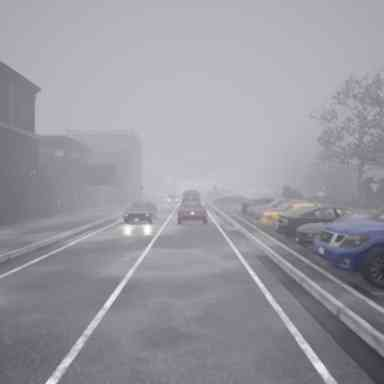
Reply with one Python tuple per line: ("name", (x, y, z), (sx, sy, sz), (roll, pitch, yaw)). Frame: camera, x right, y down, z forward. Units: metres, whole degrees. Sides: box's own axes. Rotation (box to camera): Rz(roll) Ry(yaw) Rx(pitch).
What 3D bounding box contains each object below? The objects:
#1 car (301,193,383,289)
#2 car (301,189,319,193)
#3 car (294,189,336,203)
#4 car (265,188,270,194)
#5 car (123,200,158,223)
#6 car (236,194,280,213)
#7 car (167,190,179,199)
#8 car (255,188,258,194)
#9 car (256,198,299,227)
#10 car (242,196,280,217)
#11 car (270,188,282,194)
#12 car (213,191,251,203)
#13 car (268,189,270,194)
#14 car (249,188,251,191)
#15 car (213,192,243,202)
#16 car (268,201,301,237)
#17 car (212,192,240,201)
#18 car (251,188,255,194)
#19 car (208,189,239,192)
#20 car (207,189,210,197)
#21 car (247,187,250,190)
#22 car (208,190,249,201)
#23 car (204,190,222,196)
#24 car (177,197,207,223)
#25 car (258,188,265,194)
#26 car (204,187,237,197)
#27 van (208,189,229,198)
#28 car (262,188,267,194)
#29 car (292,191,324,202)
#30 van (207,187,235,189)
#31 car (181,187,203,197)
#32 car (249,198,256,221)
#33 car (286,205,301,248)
("car", (6.037, 1.133, 8.436), (5.566, 2.045, 2.435), (0, 1, 0))
("car", (18.847, 0.774, 48.617), (4.553, 1.767, 2.185), (0, 1, 0))
("car", (18.898, 0.600, 51.400), (5.566, 2.045, 2.435), (0, 1, 0))
("car", (18.816, 0.505, 70.895), (5.008, 1.535, 2.097), (0, 1, 0))
("car", (-3.429, 1.296, 23.114), (2.033, 1.411, 5.357), (0, 1, 0))
("car", (6.088, 1.146, 25.394), (4.792, 1.488, 2.163), (0, 1, 0))
("car", (-3.614, 0.448, 64.193), (2.097, 1.767, 4.553), (0, 1, 0))
("car", (18.783, 0.306, 82.035), (4.892, 1.521, 2.231), (0, 1, 0))
("car", (6.247, 1.247, 16.916), (5.366, 1.575, 1.946), (0, 1, 0))
("car", (6.062, 1.201, 22.567), (4.674, 1.452, 2.002), (0, 1, 0))
("car", (18.855, 0.351, 65.448), (5.566, 2.045, 2.435), (0, 1, 0))
("car", (5.813, 0.939, 48.727), (4.674, 1.452, 2.002), (1, 1, 0))
("car", (19.004, 0.550, 68.237), (5.366, 1.575, 1.946), (0, 1, 0))
("car", (18.719, 0.024, 90.386), (4.553, 1.767, 2.185), (0, 1, 0))
("car", (5.810, 0.832, 54.151), (4.792, 1.488, 2.163), (0, 1, 0))
("car", (6.058, 1.295, 14.090), (5.008, 1.535, 2.097), (0, 1, 0))
("car", (5.775, 0.793, 56.934), (4.674, 1.452, 2.002), (0, 1, 0))
("car", (18.740, 0.002, 84.813), (5.566, 2.045, 2.435), (0, 1, 0))
("car", (5.735, 0.733, 59.716), (4.792, 1.488, 2.163), (0, 1, 0))
("car", (5.749, 0.656, 62.499), (4.892, 1.521, 2.231), (0, 1, 0))
("car", (18.737, 0.097, 93.173), (5.008, 1.535, 2.097), (0, 1, 0))
("car", (5.604, 0.849, 51.367), (5.366, 1.575, 1.946), (0, 1, 0))
("car", (5.642, 0.180, 90.328), (4.792, 1.488, 2.163), (0, 1, 0))
("car", (0.019, 1.311, 23.148), (1.994, 1.385, 4.181), (0, 1, 0))
("car", (18.816, 0.230, 79.247), (4.553, 1.767, 2.185), (0, 1, 0))
("car", (5.711, 0.305, 68.060), (5.566, 2.045, 2.435), (0, 1, 0))
("van", (5.614, 0.281, 70.843), (4.442, 1.987, 1.878), (0, 1, 0))
("car", (18.772, 0.485, 73.682), (4.792, 1.488, 2.163), (0, 1, 0))
("car", (18.892, 0.674, 54.312), (4.553, 1.767, 2.185), (0, 1, 0))
("van", (5.631, 0.377, 65.402), (4.442, 1.987, 1.878), (0, 1, 0))
("car", (-0.086, 0.724, 40.259), (2.150, 2.045, 5.566), (0, 1, 0))
("car", (6.063, 1.246, 19.742), (4.674, 1.452, 2.002), (0, 1, 0))
("car", (6.069, 1.340, 11.266), (5.008, 1.535, 2.097), (0, 1, 0))
